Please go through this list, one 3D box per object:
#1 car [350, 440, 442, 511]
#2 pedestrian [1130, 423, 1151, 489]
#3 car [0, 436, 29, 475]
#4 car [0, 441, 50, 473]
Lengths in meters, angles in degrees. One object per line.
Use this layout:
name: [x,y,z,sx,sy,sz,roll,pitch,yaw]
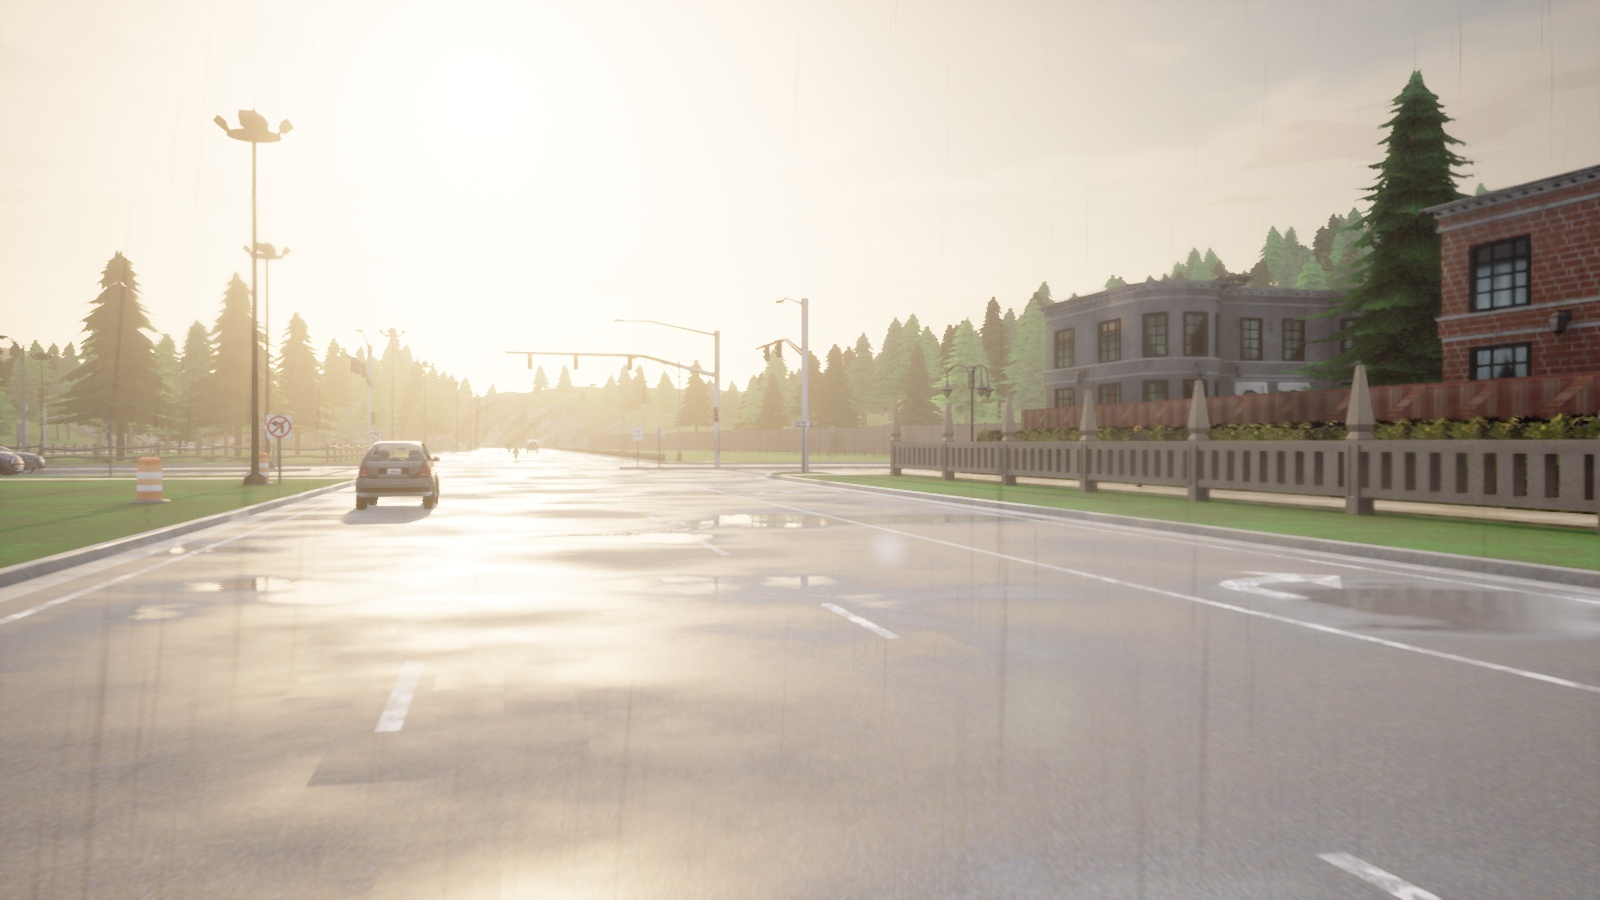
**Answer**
car: [-9.458,0.549,29.617,1.789,1.549,3.705,0,0,-13]
pedestrian: [9.644,0.161,35.583,0.331,1.846,0.634,0,0,-10]
car: [-37.810,0.251,56.847,4.553,1.767,2.097,0,0,-13]
car: [-39.019,0.328,60.162,4.902,1.511,2.128,0,0,-13]
